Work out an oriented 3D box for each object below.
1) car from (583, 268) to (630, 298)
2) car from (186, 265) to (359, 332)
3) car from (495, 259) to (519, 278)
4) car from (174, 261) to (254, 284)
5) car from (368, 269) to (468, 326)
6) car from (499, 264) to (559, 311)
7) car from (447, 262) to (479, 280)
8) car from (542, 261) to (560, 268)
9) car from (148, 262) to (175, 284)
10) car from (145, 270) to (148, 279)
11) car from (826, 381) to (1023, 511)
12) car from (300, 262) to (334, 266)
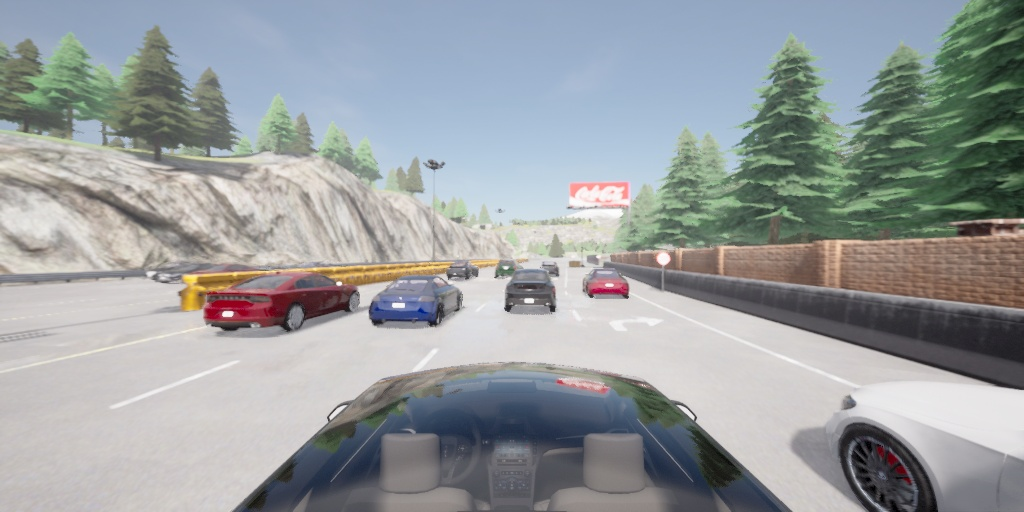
[{"bbox_3d":[4.798,1.324,18.708,1.994,1.385,4.181,0,0,7],"label":"car"},{"bbox_3d":[-6.489,1.207,10.853,1.882,1.535,5.008,0,0,4],"label":"car"},{"bbox_3d":[-0.212,1.095,33.120,2.097,1.767,4.553,0,0,9],"label":"car"},{"bbox_3d":[-19.412,1.216,24.266,1.812,1.442,4.674,0,0,8],"label":"car"},{"bbox_3d":[-2.926,1.304,11.677,1.994,1.385,4.181,0,0,4],"label":"car"},{"bbox_3d":[0.800,1.255,14.420,1.837,1.490,4.892,0,0,5],"label":"car"},{"bbox_3d":[-4.124,1.224,30.662,2.128,1.511,4.902,0,0,8],"label":"car"},{"bbox_3d":[3.747,1.246,35.951,2.128,1.511,4.902,0,0,9],"label":"car"},{"bbox_3d":[-22.715,1.206,25.945,1.812,1.442,4.674,0,0,8],"label":"car"},{"bbox_3d":[-25.888,1.162,28.433,2.128,1.511,4.902,0,0,8],"label":"car"},{"bbox_3d":[3.664,1.286,1.155,1.812,1.442,4.674,0,0,0],"label":"car"},{"bbox_3d":[-15.368,1.193,27.905,2.128,1.511,4.902,0,0,8],"label":"car"}]
